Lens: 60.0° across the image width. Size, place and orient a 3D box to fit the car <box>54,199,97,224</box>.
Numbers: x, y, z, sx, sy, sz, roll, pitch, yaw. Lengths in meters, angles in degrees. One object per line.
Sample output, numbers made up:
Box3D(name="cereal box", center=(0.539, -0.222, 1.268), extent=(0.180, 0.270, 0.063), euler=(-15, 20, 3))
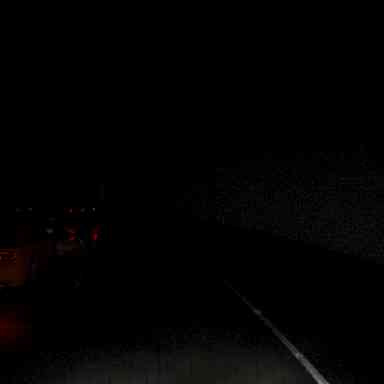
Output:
Box3D(name="car", center=(-8.703, 1.283, 24.545), extent=(2.097, 1.767, 4.553), euler=(-1, 1, -35))

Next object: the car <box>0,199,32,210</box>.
Box3D(name="car", center=(-13.585, 1.306, 25.060), extent=(2.097, 1.767, 4.553), euler=(-1, 0, -40))

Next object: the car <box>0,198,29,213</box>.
Box3D(name="car", center=(-20.321, 1.480, 37.142), extent=(5.357, 1.411, 2.033), euler=(0, 0, 44))

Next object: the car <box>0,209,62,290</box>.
Box3D(name="car", center=(-4.925, 1.461, 8.866), extent=(1.882, 1.535, 5.008), euler=(0, 0, -13))
